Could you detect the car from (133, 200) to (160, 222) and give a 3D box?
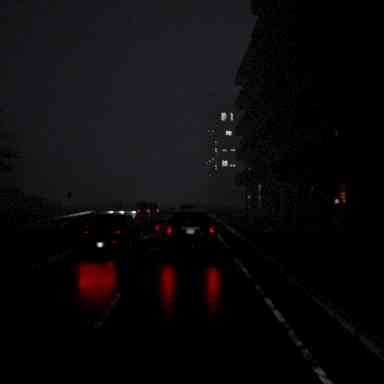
[{"bbox_3d":[-3.605,1.635,29.179,2.097,1.767,4.553,0,-1,-1],"label":"car"}]

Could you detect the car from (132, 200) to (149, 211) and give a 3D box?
[{"bbox_3d":[-7.567,1.969,49.313,1.882,1.535,5.008,0,-1,-2],"label":"car"}]

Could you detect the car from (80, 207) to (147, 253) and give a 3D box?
[{"bbox_3d":[-3.324,1.647,14.389,1.837,1.490,4.892,0,0,-1],"label":"car"}]

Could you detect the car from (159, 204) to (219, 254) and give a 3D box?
[{"bbox_3d":[-0.073,1.487,14.200,2.097,1.767,4.553,0,-1,-1],"label":"car"}]

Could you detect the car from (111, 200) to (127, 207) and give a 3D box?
[{"bbox_3d":[-10.820,2.004,49.349,1.837,1.490,4.892,0,-1,-2],"label":"car"}]

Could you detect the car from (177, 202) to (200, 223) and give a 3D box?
[{"bbox_3d":[-0.364,1.767,29.686,1.882,1.535,5.008,0,0,-1],"label":"car"}]
